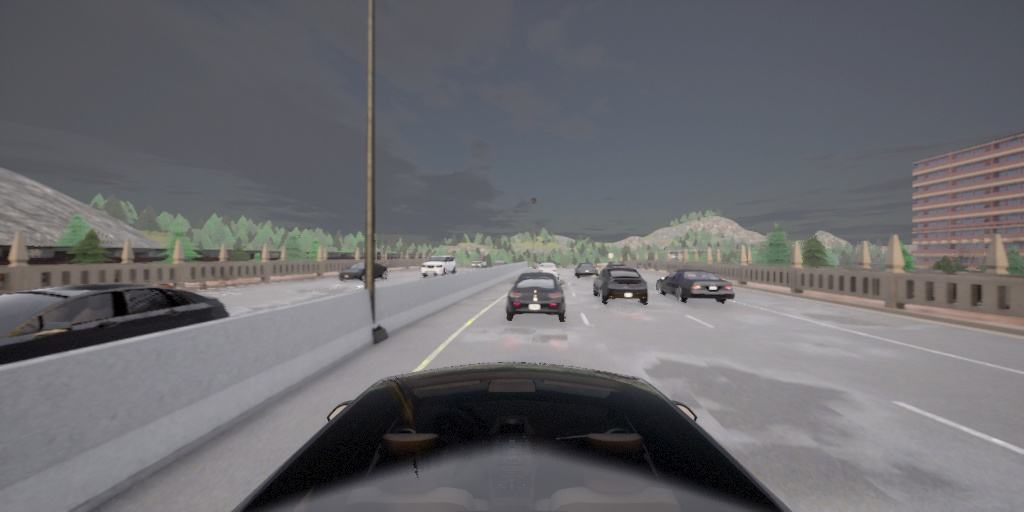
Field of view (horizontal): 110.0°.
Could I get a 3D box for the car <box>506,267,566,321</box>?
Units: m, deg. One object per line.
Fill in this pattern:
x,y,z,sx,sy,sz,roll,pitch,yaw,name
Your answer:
0.875,1.280,12.459,1.812,1.442,4.674,0,0,6,car

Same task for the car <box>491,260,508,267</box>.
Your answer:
-1.681,1.276,50.477,1.812,1.442,4.674,0,0,8,car

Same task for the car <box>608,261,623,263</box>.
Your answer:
11.082,1.288,38.458,2.128,1.511,4.902,0,0,7,car

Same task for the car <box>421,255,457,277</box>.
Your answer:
-7.120,0.953,35.508,2.150,2.045,5.566,0,0,7,car

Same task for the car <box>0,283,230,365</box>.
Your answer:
-6.886,1.230,5.441,1.837,1.490,4.892,0,0,3,car

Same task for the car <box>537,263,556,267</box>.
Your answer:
2.976,1.291,30.045,1.812,1.442,4.674,0,0,7,car

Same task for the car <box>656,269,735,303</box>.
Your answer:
8.380,1.331,16.877,2.033,1.411,5.357,0,0,7,car

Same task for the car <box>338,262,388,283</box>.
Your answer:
-11.564,1.188,28.214,1.882,1.535,5.008,0,0,7,car

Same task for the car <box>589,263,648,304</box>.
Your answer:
4.837,1.275,16.436,1.837,1.490,4.892,0,0,7,car

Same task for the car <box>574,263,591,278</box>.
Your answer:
7.068,1.345,34.557,1.994,1.385,4.181,0,0,7,car
